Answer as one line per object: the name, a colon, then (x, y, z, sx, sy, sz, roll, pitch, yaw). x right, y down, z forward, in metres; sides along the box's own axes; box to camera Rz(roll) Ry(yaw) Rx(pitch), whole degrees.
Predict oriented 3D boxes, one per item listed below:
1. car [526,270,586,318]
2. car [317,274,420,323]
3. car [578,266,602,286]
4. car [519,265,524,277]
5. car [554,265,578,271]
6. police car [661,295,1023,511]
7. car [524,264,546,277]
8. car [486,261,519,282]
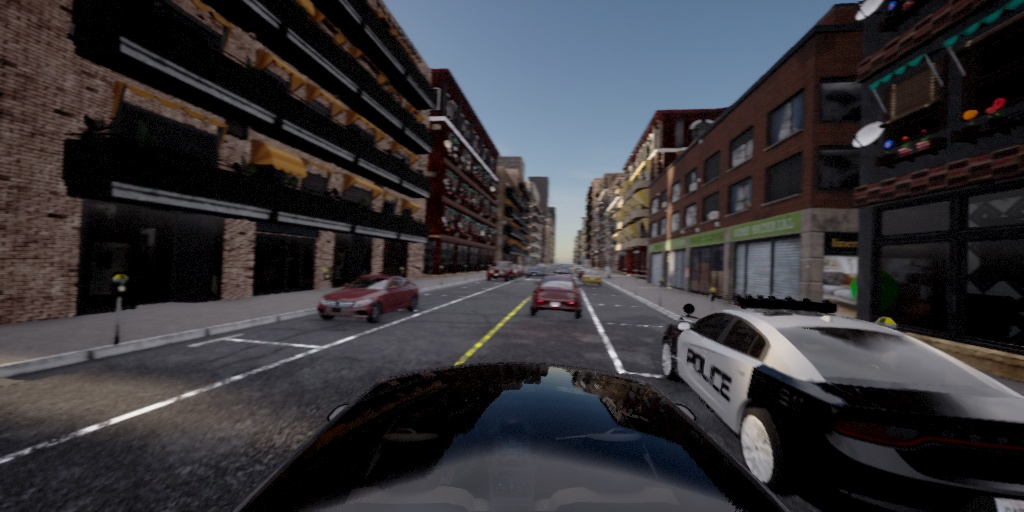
car: (1.810, 1.491, 14.317, 1.812, 1.442, 4.674, 2, -1, 9)
car: (-4.462, 1.264, 11.786, 1.802, 1.307, 4.207, 0, 0, 9)
car: (7.251, 1.919, 32.961, 1.751, 1.417, 4.829, 0, 0, 9)
car: (-0.199, 1.607, 39.639, 1.967, 1.591, 4.097, 0, 0, 9)
car: (4.379, 1.749, 31.109, 2.128, 1.511, 4.902, 2, -1, 9)
police car: (3.403, 1.346, 4.671, 1.930, 1.638, 5.238, 2, -1, 9)
car: (2.755, 1.869, 41.250, 1.994, 1.385, 4.181, 2, -1, 9)
car: (-1.051, 1.385, 34.069, 2.192, 1.841, 5.009, 0, 0, 9)
